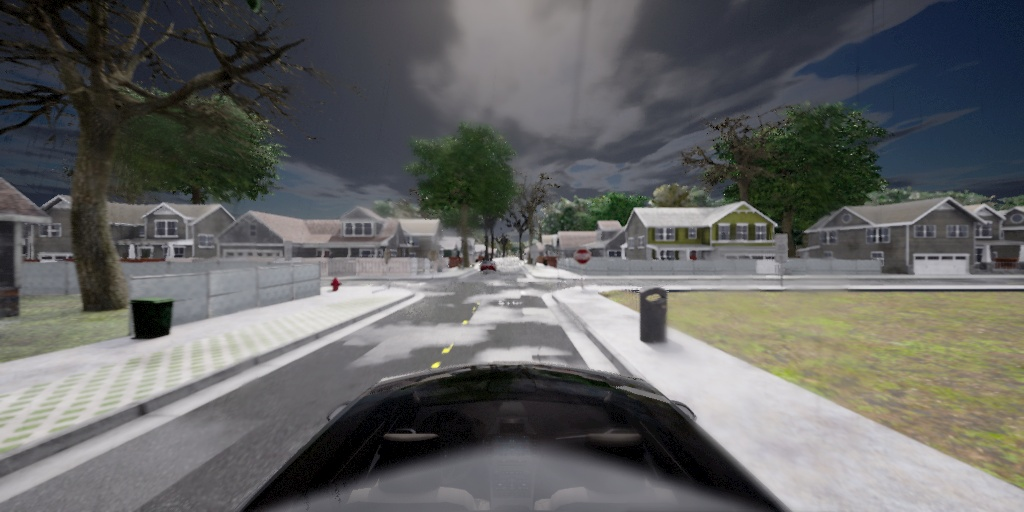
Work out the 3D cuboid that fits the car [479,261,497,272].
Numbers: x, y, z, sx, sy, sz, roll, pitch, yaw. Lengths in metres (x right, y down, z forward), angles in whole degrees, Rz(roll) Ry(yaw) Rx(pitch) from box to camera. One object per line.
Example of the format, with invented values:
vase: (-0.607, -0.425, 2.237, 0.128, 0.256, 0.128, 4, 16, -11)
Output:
car: (-2.739, 1.209, 42.082, 1.895, 1.301, 4.718, 0, 0, 0)
